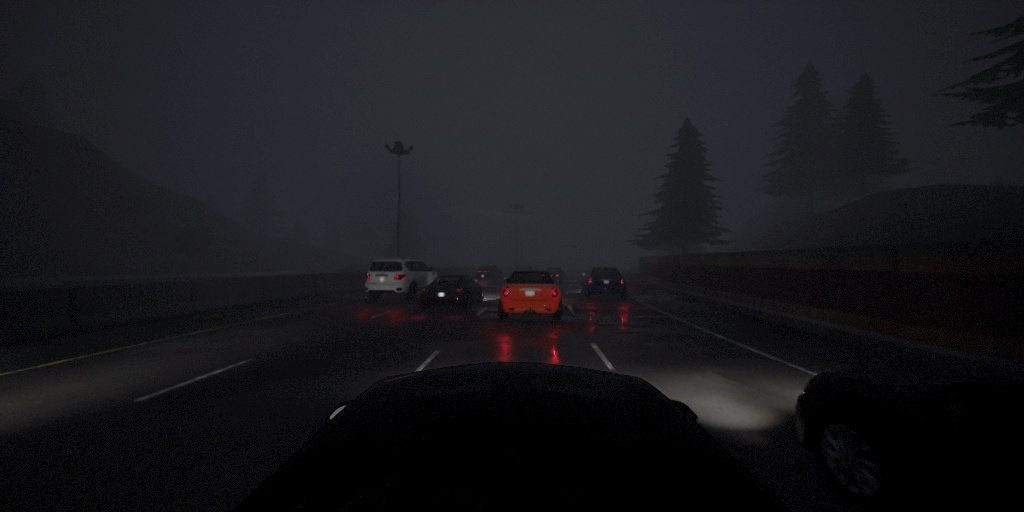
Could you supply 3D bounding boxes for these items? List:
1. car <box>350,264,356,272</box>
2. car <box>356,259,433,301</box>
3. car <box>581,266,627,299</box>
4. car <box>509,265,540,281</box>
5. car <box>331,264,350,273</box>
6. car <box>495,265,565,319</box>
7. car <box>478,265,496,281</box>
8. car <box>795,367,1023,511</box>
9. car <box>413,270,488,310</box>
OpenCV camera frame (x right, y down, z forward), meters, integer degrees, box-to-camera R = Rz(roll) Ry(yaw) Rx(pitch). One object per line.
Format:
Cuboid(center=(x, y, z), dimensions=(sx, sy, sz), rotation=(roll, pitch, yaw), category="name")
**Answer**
Cuboid(center=(-18.024, 1.734, 46.156), dimensions=(1.882, 1.535, 5.008), rotation=(0, -1, 17), category="car")
Cuboid(center=(-5.678, 1.176, 19.225), dimensions=(2.150, 2.045, 5.566), rotation=(0, -1, 7), category="car")
Cuboid(center=(5.066, 1.367, 20.243), dimensions=(2.097, 1.767, 4.553), rotation=(0, -1, 8), category="car")
Cuboid(center=(1.411, 1.711, 37.042), dimensions=(2.128, 1.511, 4.902), rotation=(0, -1, 15), category="car")
Cuboid(center=(-21.386, 1.760, 47.077), dimensions=(1.837, 1.490, 4.892), rotation=(0, -1, 17), category="car")
Cuboid(center=(0.776, 1.264, 13.798), dimensions=(2.097, 1.767, 4.553), rotation=(0, -1, 5), category="car")
Cuboid(center=(-2.229, 1.708, 36.959), dimensions=(1.837, 1.490, 4.892), rotation=(0, -1, 14), category="car")
Cuboid(center=(3.668, 1.268, 1.475), dimensions=(1.837, 1.490, 4.892), rotation=(0, -1, 0), category="car")
Cuboid(center=(-2.533, 1.489, 15.863), dimensions=(1.994, 1.385, 4.181), rotation=(0, -1, 6), category="car")
